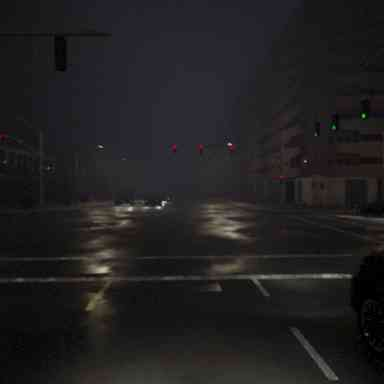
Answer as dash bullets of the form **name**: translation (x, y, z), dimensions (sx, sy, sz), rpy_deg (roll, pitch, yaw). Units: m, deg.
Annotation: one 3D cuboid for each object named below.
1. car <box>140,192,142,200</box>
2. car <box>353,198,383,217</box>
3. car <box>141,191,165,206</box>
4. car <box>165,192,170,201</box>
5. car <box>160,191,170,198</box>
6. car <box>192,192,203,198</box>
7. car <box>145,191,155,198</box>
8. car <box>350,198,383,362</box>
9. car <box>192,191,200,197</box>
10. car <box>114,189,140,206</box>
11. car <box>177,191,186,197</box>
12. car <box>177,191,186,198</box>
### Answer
- **car**: translation (-8.899, 0.745, 58.595), dimensions (1.882, 1.535, 5.008), rpy_deg (0, 1, -1)
- **car**: translation (15.707, 1.218, 26.697), dimensions (4.674, 1.442, 1.812), rpy_deg (0, 1, -2)
- **car**: translation (-4.913, 0.946, 42.305), dimensions (1.882, 1.535, 5.008), rpy_deg (0, 1, -2)
- **car**: translation (-5.374, 0.766, 57.618), dimensions (2.128, 1.511, 4.902), rpy_deg (0, 1, -1)
- **car**: translation (-5.824, 0.605, 73.361), dimensions (1.994, 1.385, 4.181), rpy_deg (0, 1, -2)
- **car**: translation (1.223, 0.633, 72.009), dimensions (1.994, 1.385, 4.181), rpy_deg (0, 1, -2)
- **car**: translation (-9.352, 0.532, 74.170), dimensions (1.837, 1.490, 4.892), rpy_deg (0, 1, -2)
- **car**: translation (3.428, 1.181, 2.609), dimensions (2.150, 2.045, 5.566), rpy_deg (0, 1, 0)
- **car**: translation (0.904, 0.548, 81.948), dimensions (1.895, 1.301, 4.718), rpy_deg (0, 1, -2)
- **car**: translation (-8.426, 0.691, 42.612), dimensions (2.150, 2.045, 5.566), rpy_deg (0, 1, -2)
- **car**: translation (-2.594, 0.512, 81.804), dimensions (1.994, 1.385, 4.181), rpy_deg (0, 1, -2)
- **car**: translation (-2.263, 0.616, 71.499), dimensions (1.812, 1.442, 4.674), rpy_deg (0, 1, -2)
